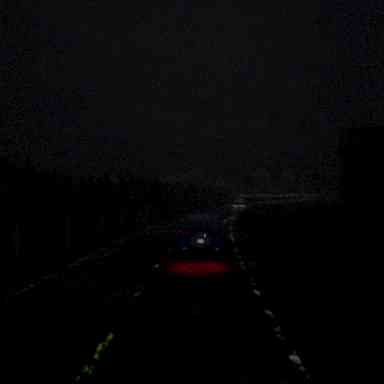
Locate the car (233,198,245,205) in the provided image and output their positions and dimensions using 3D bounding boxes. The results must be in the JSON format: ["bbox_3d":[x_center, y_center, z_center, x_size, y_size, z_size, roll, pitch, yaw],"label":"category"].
[{"bbox_3d":[10.257,2.036,71.727,1.812,1.442,4.674,0,0,20],"label":"car"}]

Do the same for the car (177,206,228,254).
[{"bbox_3d":[0.497,1.611,14.321,1.882,1.535,5.008,0,0,4],"label":"car"}]
